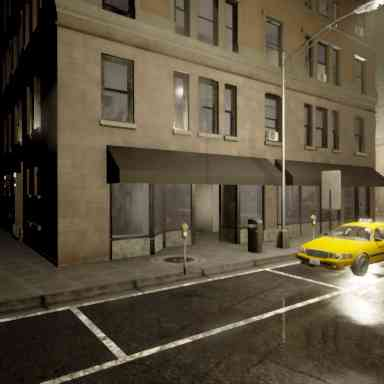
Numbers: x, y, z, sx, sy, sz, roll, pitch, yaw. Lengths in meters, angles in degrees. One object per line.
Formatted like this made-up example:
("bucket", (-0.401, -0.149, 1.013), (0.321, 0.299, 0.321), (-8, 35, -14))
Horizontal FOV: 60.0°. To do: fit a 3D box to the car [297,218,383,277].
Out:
("car", (5.218, 1.526, 10.242), (4.829, 1.417, 1.752), (0, 0, -35))
